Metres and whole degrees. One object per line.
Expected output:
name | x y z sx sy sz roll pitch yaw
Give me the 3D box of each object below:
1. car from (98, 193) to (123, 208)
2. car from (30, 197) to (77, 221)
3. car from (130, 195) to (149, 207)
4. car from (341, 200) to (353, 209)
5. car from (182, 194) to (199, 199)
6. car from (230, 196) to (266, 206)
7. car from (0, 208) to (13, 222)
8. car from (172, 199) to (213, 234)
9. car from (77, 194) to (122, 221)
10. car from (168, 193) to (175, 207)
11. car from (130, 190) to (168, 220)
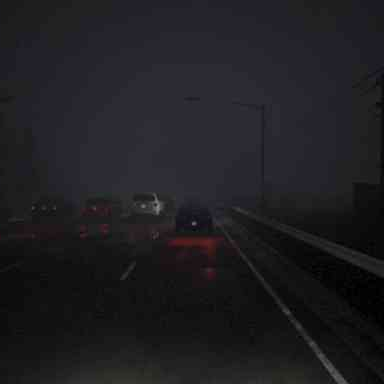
car | -10.410 1.057 42.987 2.097 1.767 4.553 0 0 0
car | -10.407 1.177 25.455 2.097 1.767 4.553 0 0 0
car | -6.926 1.221 44.350 1.812 1.442 4.674 0 0 0
car | 19.997 1.214 38.590 5.008 1.535 1.882 -1 0 27
car | 0.090 1.289 37.531 2.033 1.411 5.357 0 0 0
car | 7.909 1.224 47.184 2.033 1.411 5.357 0 1 -43
car | -13.906 1.397 21.719 2.033 1.411 5.357 0 0 0
car | 0.095 1.351 18.358 1.882 1.535 5.008 0 0 0
car | -6.908 1.175 25.769 2.097 1.767 4.553 0 0 0
car | -3.413 1.261 44.182 1.994 1.385 4.181 0 0 0
car | -3.406 1.042 26.016 2.150 2.045 5.566 0 0 0
